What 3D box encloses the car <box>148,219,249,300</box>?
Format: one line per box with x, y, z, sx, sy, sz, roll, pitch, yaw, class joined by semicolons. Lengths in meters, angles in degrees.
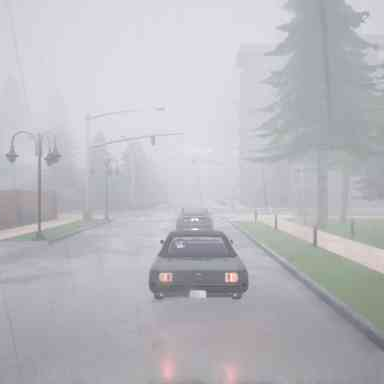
0.118;1.601;8.366;1.895;1.301;4.718;0;0;0;car

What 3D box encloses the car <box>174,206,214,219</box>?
0.131;1.505;17.627;1.837;1.490;4.892;0;0;0;car
